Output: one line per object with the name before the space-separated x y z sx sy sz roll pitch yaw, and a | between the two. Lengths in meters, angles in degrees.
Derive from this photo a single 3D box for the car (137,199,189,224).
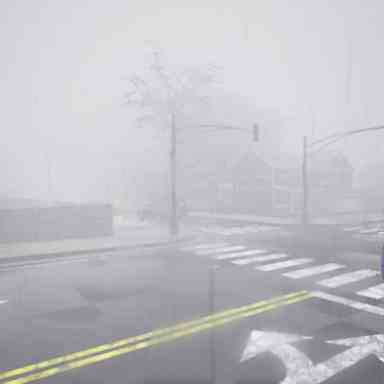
car | -2.522 1.539 25.657 2.128 1.511 4.902 0 0 -35

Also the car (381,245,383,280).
car | 6.567 1.491 8.124 5.008 1.535 1.882 0 0 -35

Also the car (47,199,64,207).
car | -21.341 1.704 52.372 1.895 1.301 4.718 0 0 -35

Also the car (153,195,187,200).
car | -2.465 1.279 30.678 2.150 2.045 5.566 0 0 -36

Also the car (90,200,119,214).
car | -9.361 1.545 35.317 1.882 1.535 5.008 0 0 -35
